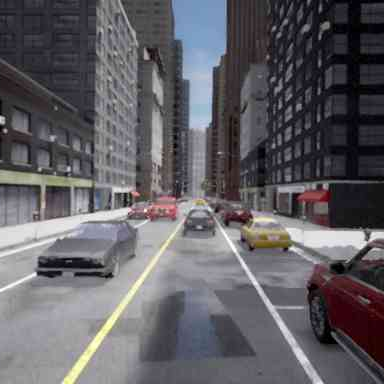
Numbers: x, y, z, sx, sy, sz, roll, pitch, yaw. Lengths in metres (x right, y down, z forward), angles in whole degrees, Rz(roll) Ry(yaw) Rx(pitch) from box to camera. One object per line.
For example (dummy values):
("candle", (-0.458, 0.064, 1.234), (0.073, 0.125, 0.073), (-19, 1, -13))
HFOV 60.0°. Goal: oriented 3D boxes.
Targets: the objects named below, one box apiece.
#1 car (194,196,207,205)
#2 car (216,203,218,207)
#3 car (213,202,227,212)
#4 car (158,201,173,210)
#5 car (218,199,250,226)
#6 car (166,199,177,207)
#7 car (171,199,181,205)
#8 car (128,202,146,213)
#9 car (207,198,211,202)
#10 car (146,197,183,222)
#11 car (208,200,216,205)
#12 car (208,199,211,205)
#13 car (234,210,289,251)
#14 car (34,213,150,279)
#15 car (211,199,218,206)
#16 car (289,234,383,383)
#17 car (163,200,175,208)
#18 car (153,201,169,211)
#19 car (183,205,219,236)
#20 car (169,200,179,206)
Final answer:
("car", (1.910, 2.233, 74.849), (1.882, 1.535, 5.008), (1, -1, 2))
("car", (3.620, 1.965, 31.838), (2.008, 1.369, 4.403), (0, -1, 2))
("car", (4.068, 2.195, 48.780), (1.802, 1.307, 4.206), (0, -1, 2))
("car", (-4.304, 2.113, 54.647), (1.947, 1.339, 4.313), (0, -1, 2))
("car", (3.472, 1.663, 26.194), (2.192, 1.841, 5.009), (0, -1, 2))
("car", (-4.006, 2.122, 65.941), (1.967, 1.590, 4.097), (0, -1, 2))
("car", (-3.708, 2.365, 77.233), (1.887, 1.381, 4.507), (0, -1, 2))
("car", (-4.900, 1.721, 32.062), (1.967, 1.590, 4.097), (0, -1, 2))
("car", (4.664, 2.466, 71.368), (1.802, 1.307, 4.206), (0, -1, 2))
("car", (-2.339, 1.516, 29.511), (2.150, 2.045, 5.566), (1, -1, 2))
("car", (4.963, 2.605, 82.662), (1.802, 1.307, 4.206), (0, -1, 2))
("car", (4.366, 2.292, 60.074), (1.887, 1.381, 4.507), (0, -1, 2))
("car", (3.177, 1.743, 15.067), (1.752, 1.417, 4.829), (0, -1, 2))
("car", (-2.891, 1.619, 10.613), (2.033, 1.411, 5.357), (1, -1, 2))
("car", (3.920, 1.862, 43.138), (2.192, 1.841, 5.009), (0, -1, 2))
("car", (2.875, 1.399, 3.605), (2.192, 1.841, 5.009), (0, -1, 2))
("car", (-4.160, 2.138, 60.124), (1.752, 1.417, 4.829), (0, -1, 2))
("car", (-4.458, 2.003, 48.831), (1.752, 1.417, 4.829), (0, -1, 2))
("car", (0.461, 1.759, 20.128), (1.812, 1.442, 4.674), (1, -1, 2))
("car", (-3.857, 2.333, 71.586), (1.802, 1.307, 4.206), (0, -1, 2))
